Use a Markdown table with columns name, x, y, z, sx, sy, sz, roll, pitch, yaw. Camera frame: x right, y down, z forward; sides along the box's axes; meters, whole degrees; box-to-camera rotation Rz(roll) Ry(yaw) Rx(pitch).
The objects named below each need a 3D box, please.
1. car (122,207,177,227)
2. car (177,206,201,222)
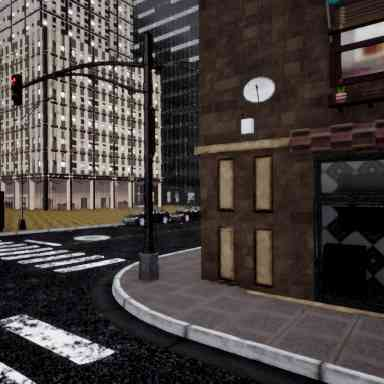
| name | x | y | z | sx | sy | sz | roll | pitch | yaw |
| --- | --- | --- | --- | --- | --- | --- | --- | --- | --- |
| car | -3.524 | 1.893 | 25.943 | 2.008 | 1.369 | 4.403 | -2 | -2 | 35 |
| car | -0.317 | 1.974 | 30.496 | 2.008 | 1.369 | 4.403 | -2 | -2 | 35 |
